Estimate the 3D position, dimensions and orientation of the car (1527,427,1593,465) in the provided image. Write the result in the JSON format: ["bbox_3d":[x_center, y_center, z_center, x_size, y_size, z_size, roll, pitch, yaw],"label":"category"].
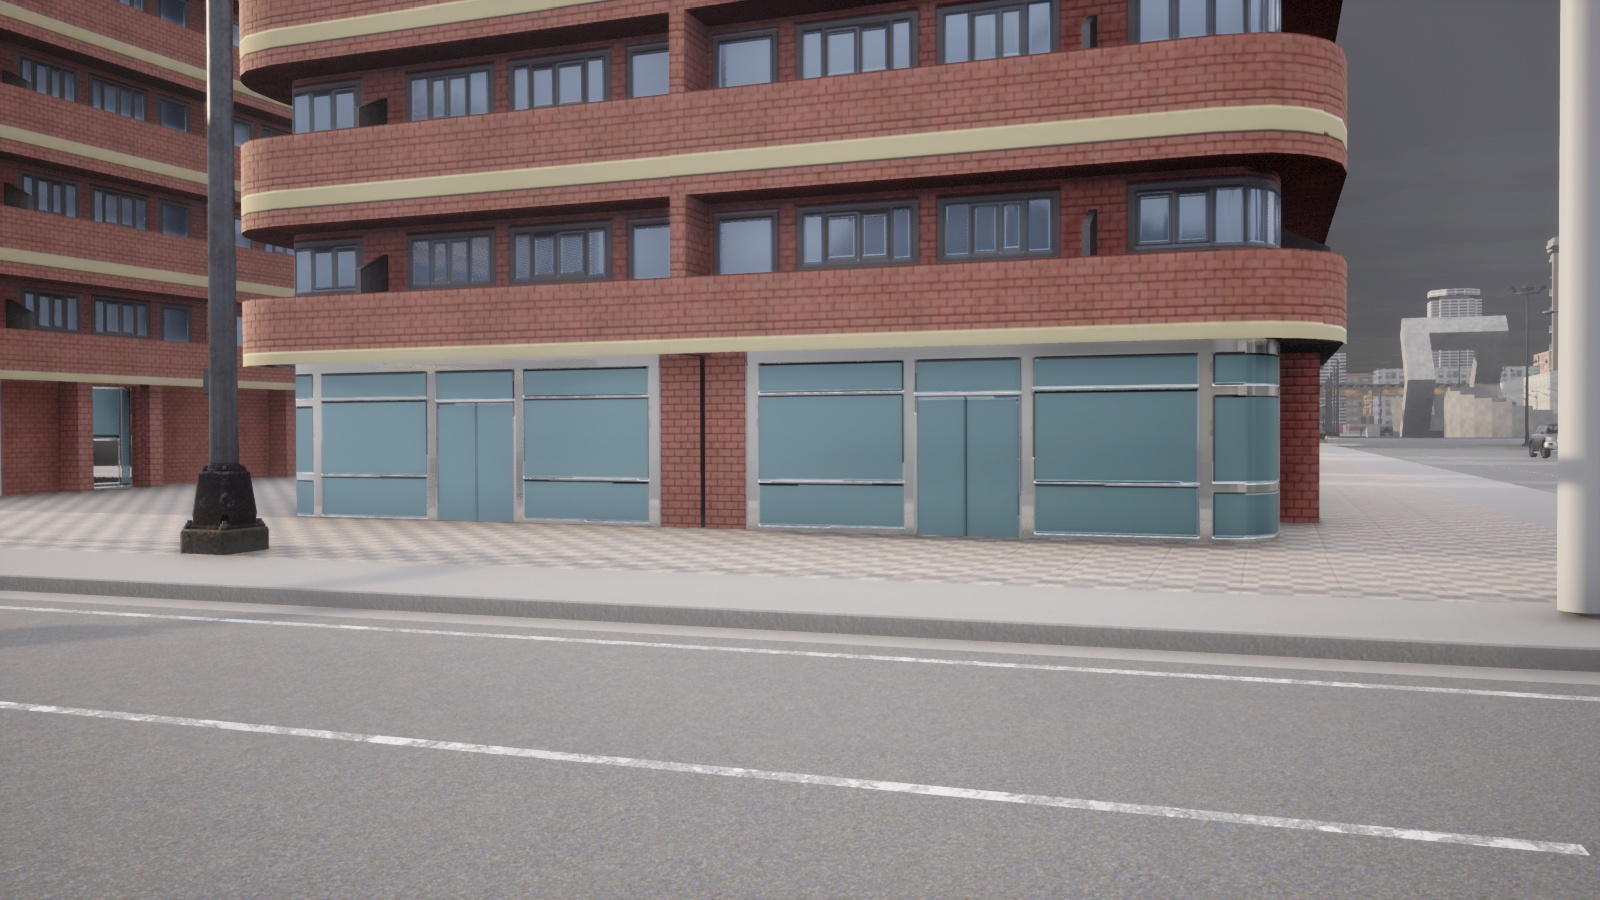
[{"bbox_3d":[38.033,-0.222,62.955,1.932,1.855,4.605,1,1,20],"label":"car"}]

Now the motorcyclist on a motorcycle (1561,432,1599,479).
[{"bbox_3d":[27.460,0.176,44.129,0.866,1.590,1.817,1,1,20],"label":"motorcyclist on a motorcycle"}]
